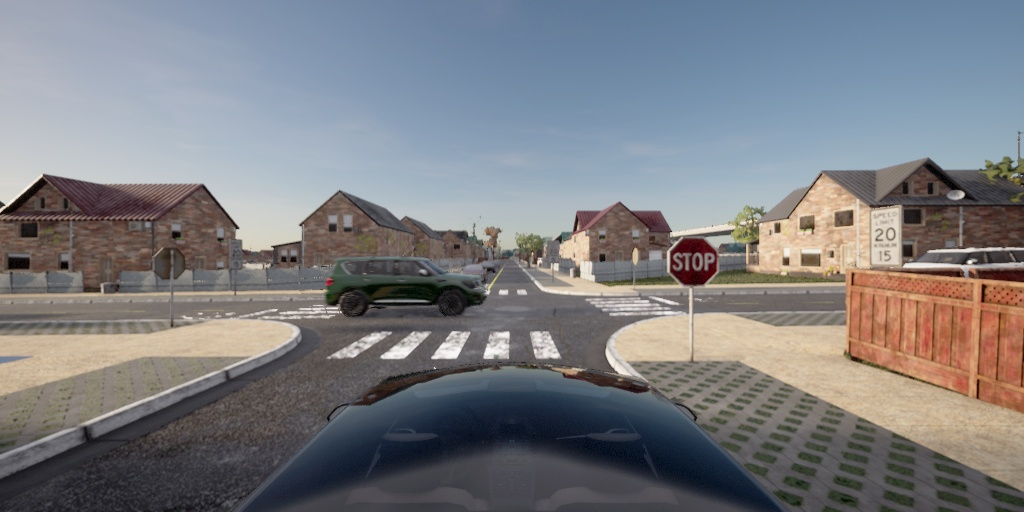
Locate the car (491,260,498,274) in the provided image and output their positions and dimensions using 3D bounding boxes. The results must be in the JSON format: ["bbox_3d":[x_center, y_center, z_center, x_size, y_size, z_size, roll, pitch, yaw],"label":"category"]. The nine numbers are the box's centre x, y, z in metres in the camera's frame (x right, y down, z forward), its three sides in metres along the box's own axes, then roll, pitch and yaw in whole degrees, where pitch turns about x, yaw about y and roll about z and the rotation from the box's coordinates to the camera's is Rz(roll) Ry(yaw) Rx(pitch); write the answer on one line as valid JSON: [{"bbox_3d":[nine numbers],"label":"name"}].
[{"bbox_3d":[-3.007,1.332,43.852,1.882,1.535,5.008,0,0,0],"label":"car"}]

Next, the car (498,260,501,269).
[{"bbox_3d":[-2.984,1.420,62.329,2.128,1.511,4.902,0,0,0],"label":"car"}]

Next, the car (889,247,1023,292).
[{"bbox_3d":[19.170,0.689,15.368,5.566,2.045,2.150,-1,0,1],"label":"car"}]

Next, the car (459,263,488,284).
[{"bbox_3d":[-2.955,1.342,28.473,1.812,1.442,4.674,0,0,0],"label":"car"}]

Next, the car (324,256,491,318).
[{"bbox_3d":[-3.725,1.020,12.887,5.566,2.045,2.150,-1,0,1],"label":"car"}]
